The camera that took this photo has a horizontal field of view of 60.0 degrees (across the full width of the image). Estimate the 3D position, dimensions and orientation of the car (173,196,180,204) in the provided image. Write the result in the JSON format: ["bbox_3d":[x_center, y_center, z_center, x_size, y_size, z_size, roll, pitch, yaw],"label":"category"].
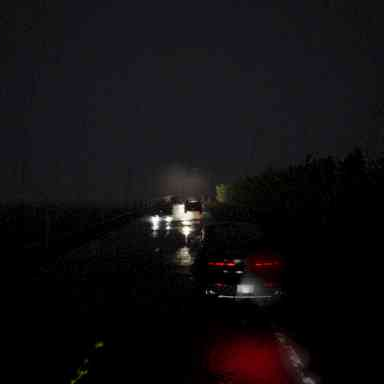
[{"bbox_3d":[-2.682,1.507,57.737,1.837,1.490,4.892,0,0,0],"label":"car"}]

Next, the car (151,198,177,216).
[{"bbox_3d":[-2.811,1.563,32.147,1.994,1.385,4.181,0,0,0],"label":"car"}]

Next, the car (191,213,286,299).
[{"bbox_3d":[0.973,1.505,8.444,1.837,1.490,4.892,0,0,0],"label":"car"}]

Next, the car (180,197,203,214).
[{"bbox_3d":[0.117,1.491,35.613,2.128,1.511,4.902,0,0,0],"label":"car"}]

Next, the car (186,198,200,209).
[{"bbox_3d":[0.127,1.526,45.787,1.812,1.442,4.674,0,0,0],"label":"car"}]
